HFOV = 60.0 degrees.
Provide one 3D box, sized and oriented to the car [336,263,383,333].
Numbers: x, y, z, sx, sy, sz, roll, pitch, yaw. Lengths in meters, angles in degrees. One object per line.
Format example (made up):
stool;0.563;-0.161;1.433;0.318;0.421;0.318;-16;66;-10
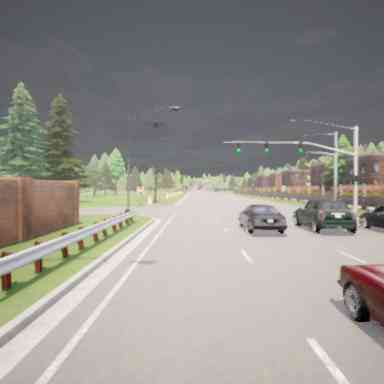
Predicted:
car;3.618;1.575;4.119;1.895;1.301;4.718;0;1;0

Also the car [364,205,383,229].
car;10.729;1.378;17.526;1.837;1.490;4.892;0;1;0

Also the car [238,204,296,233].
car;3.733;1.381;18.250;2.033;1.411;5.357;0;1;0

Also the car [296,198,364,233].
car;7.236;1.198;18.542;2.097;1.767;4.553;0;1;0
